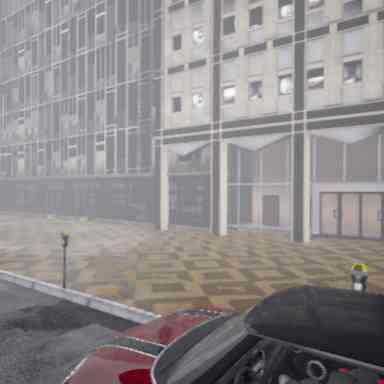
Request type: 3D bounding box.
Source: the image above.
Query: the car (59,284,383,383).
[{"bbox_3d":[0.818,1.439,2.284,4.097,1.590,1.967,0,0,36],"label":"car"}]
